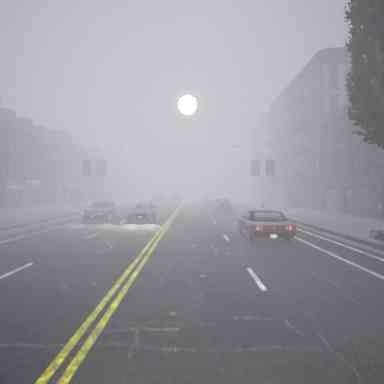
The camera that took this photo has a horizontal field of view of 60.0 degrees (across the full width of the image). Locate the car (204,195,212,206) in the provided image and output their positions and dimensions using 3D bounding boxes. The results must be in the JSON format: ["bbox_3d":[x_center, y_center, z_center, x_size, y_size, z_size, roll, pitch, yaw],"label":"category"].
[{"bbox_3d":[3.207,1.369,51.714,1.812,1.442,4.674,0,0,0],"label":"car"}]

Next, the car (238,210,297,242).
[{"bbox_3d":[3.342,1.499,15.772,1.895,1.301,4.718,0,0,0],"label":"car"}]

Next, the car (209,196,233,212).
[{"bbox_3d":[3.317,1.372,36.351,2.033,1.411,5.357,0,0,0],"label":"car"}]

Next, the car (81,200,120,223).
[{"bbox_3d":[-6.619,1.370,24.487,1.837,1.490,4.892,0,0,0],"label":"car"}]

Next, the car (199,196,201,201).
[{"bbox_3d":[3.188,1.499,73.715,1.882,1.535,5.008,0,0,0],"label":"car"}]

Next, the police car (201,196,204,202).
[{"bbox_3d":[3.197,1.357,62.826,1.930,1.638,5.238,0,0,0],"label":"police car"}]

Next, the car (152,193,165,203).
[{"bbox_3d":[-6.562,1.176,65.746,2.150,2.045,5.566,0,0,0],"label":"car"}]

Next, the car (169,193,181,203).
[{"bbox_3d":[-3.314,1.173,65.411,2.150,2.045,5.566,0,0,0],"label":"car"}]

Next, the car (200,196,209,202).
[{"bbox_3d":[3.179,1.693,84.716,1.994,1.385,4.181,0,-1,0],"label":"car"}]

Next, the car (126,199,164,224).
[{"bbox_3d":[-3.369,1.432,23.596,1.994,1.385,4.181,0,0,0],"label":"car"}]
